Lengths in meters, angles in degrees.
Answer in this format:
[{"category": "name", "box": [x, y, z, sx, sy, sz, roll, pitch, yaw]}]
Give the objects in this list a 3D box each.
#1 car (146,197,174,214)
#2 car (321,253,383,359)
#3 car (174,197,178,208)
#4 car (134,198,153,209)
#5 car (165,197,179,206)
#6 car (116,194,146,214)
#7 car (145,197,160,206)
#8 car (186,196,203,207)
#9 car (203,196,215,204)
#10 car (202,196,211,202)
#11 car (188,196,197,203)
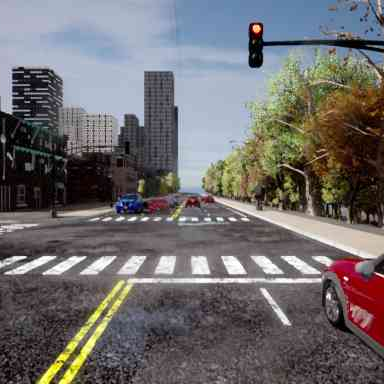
[{"category": "car", "box": [-3.324, 1.466, 35.510, 1.882, 1.535, 5.008, 0, 0, 0]}, {"category": "car", "box": [3.350, 1.351, 4.140, 2.097, 1.767, 4.553, 0, 0, 0]}, {"category": "car", "box": [-3.315, 1.531, 45.409, 2.033, 1.411, 5.357, 0, 0, 0]}, {"category": "car", "box": [-6.567, 1.584, 45.508, 1.895, 1.301, 4.718, 0, 0, 0]}, {"category": "car", "box": [-3.303, 1.526, 55.982, 2.033, 1.411, 5.357, 0, 0, 0]}, {"category": "car", "box": [-6.571, 1.210, 35.761, 2.150, 2.045, 5.566, 0, 0, 0]}, {"category": "car", "box": [-6.551, 1.543, 55.537, 1.994, 1.385, 4.181, 0, 0, 1]}, {"category": "car", "box": [0.116, 1.335, 49.754, 2.097, 1.767, 4.553, 0, 0, 0]}, {"category": "car", "box": [3.373, 1.452, 65.312, 1.882, 1.535, 5.008, 0, 0, 0]}, {"category": "car", "box": [3.279, 1.521, 75.455, 1.994, 1.385, 4.181, 0, 0, 0]}, {"category": "car", "box": [0.077, 1.529, 72.028, 1.994, 1.385, 4.181, 0, 0, 0]}]
